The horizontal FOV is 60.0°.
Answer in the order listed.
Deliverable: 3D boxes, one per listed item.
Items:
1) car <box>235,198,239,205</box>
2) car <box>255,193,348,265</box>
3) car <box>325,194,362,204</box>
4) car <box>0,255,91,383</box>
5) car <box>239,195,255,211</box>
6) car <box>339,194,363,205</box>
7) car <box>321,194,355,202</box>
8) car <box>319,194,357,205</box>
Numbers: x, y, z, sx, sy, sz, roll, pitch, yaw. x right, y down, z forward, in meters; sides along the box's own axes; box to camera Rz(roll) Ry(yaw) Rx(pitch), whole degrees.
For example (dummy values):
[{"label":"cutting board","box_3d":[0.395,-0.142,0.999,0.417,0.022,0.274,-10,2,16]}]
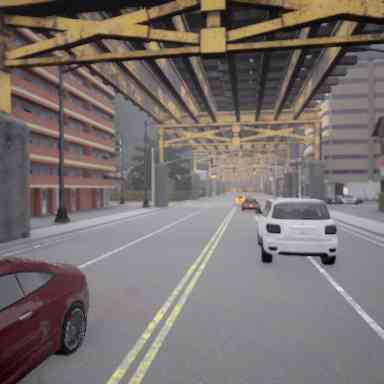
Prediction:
[{"label":"car","box_3d":[7.598,1.182,47.350,1.882,1.535,5.008,0,0,-9]},{"label":"car","box_3d":[3.514,1.207,11.884,2.150,2.045,5.566,0,0,9]},{"label":"car","box_3d":[21.541,0.964,47.230,4.536,1.218,1.853,0,0,-11]},{"label":"car","box_3d":[-2.727,1.532,3.530,1.812,1.442,4.674,0,0,9]},{"label":"car","box_3d":[6.445,1.364,36.520,1.994,1.385,4.181,0,0,9]},{"label":"car","box_3d":[21.490,1.122,47.221,4.974,1.542,2.038,0,0,-11]},{"label":"car","box_3d":[22.526,0.928,51.242,4.536,1.218,1.853,0,1,34]},{"label":"car","box_3d":[22.483,1.085,51.273,4.974,1.542,2.038,0,1,34]}]
